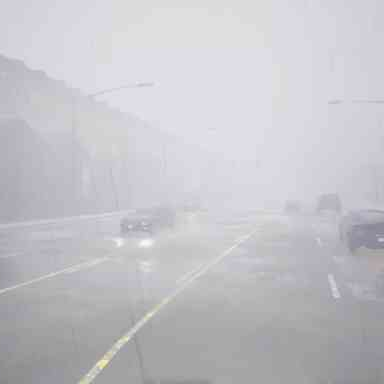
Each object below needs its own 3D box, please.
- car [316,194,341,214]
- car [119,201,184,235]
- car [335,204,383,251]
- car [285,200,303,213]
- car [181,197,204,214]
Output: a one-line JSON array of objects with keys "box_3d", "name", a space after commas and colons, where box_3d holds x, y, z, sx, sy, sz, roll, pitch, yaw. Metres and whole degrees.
[{"box_3d": [14.512, 1.219, 35.407, 2.150, 2.045, 5.566, 0, 0, 18], "name": "car"}, {"box_3d": [-2.300, 1.503, 18.864, 1.837, 1.490, 4.892, 0, 0, 18], "name": "car"}, {"box_3d": [7.276, 1.476, 13.710, 1.882, 1.535, 5.008, 0, 0, 18], "name": "car"}, {"box_3d": [11.114, 1.544, 36.290, 2.033, 1.411, 5.357, 0, 0, 18], "name": "car"}, {"box_3d": [-0.274, 1.349, 35.902, 2.097, 1.767, 4.553, 0, 0, 19], "name": "car"}]
